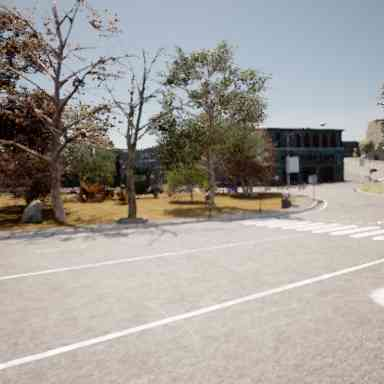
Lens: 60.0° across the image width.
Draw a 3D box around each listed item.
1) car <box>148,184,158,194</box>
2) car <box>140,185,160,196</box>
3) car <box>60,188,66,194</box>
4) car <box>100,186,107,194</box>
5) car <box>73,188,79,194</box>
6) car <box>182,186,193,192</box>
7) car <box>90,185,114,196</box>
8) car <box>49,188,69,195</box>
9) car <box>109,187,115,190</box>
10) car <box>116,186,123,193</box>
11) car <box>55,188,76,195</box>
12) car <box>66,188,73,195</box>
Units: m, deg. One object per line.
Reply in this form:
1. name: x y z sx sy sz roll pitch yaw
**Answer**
1. car: -5.675 -0.538 62.763 2.435 2.045 5.566 -3 2 16
2. car: -8.063 -0.355 64.485 2.185 1.767 4.553 -3 2 17
3. car: -29.238 -0.161 80.760 1.946 1.575 5.366 0 3 19
4. car: -17.517 -0.073 71.697 2.163 1.488 4.792 -1 3 18
5. car: -24.534 -0.121 77.231 2.097 1.535 5.008 -1 3 18
6. car: -0.877 -0.397 59.217 2.231 1.521 4.892 -2 2 16
7. car: -19.876 -0.348 73.510 2.435 2.045 5.566 -1 3 18
8. car: -33.802 -0.219 84.678 2.097 1.535 5.008 -1 3 19
9. car: -15.153 -0.247 69.933 2.185 1.767 4.553 -1 3 17
10. car: -12.801 -0.398 68.122 2.435 2.045 5.566 -2 2 17
11. car: -31.484 -0.194 82.809 2.097 1.535 5.008 0 3 19
12. car: -26.880 -0.268 79.045 2.185 1.767 4.553 -1 3 19
